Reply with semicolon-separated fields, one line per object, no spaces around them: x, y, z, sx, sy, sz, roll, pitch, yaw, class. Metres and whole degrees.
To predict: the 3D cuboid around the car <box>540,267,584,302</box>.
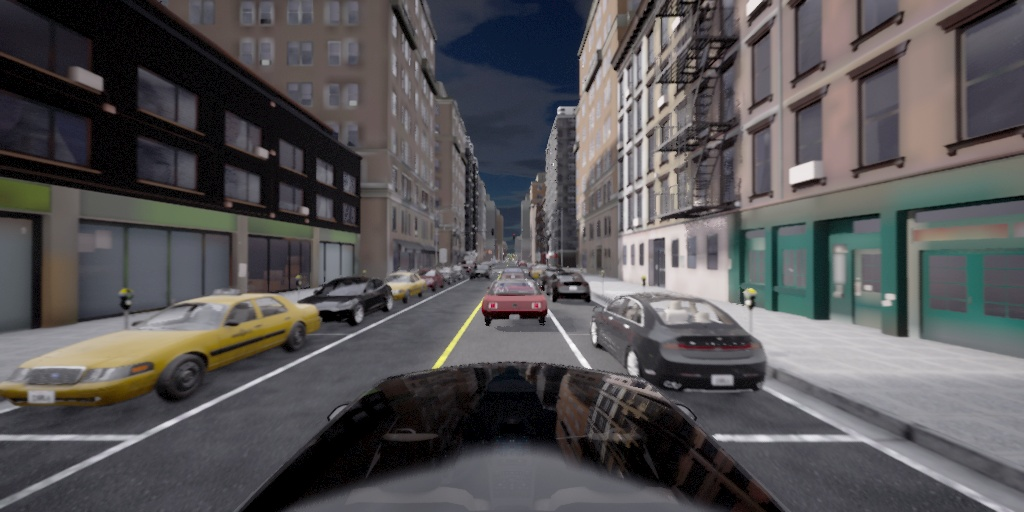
2.636;1.435;17.497;1.948;1.339;4.313;0;0;0;car

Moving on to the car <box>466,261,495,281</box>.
-2.846;1.489;33.528;1.837;1.490;4.892;0;-1;0;car

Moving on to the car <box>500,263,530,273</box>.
0.083;1.487;27.144;2.033;1.411;5.357;0;0;0;car

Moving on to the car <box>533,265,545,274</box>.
2.636;1.475;22.910;1.948;1.339;4.313;0;0;0;car

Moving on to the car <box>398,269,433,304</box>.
-5.389;1.394;17.336;1.751;1.417;4.829;0;0;0;car

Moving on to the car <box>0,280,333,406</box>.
-5.388;1.312;6.511;1.751;1.417;4.829;0;0;0;car

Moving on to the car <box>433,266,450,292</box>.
-5.389;1.491;22.919;1.802;1.307;4.207;0;0;0;car

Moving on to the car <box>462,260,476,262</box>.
-5.391;1.375;44.570;2.192;1.841;5.009;0;0;0;car

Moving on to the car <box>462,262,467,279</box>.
-5.390;1.536;33.745;2.007;1.370;4.403;0;0;0;car

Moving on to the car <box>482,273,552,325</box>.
0.085;1.430;12.209;1.895;1.301;4.718;0;0;0;car

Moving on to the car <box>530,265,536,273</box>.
2.635;1.511;33.906;1.751;1.417;4.829;0;0;0;car

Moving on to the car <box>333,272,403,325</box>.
-5.389;1.394;12.094;1.948;1.339;4.313;0;0;0;car

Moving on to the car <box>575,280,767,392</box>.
2.637;1.338;6.673;2.007;1.370;4.403;0;0;0;car

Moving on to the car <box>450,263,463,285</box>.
-5.390;1.498;28.332;2.007;1.370;4.403;0;0;0;car
